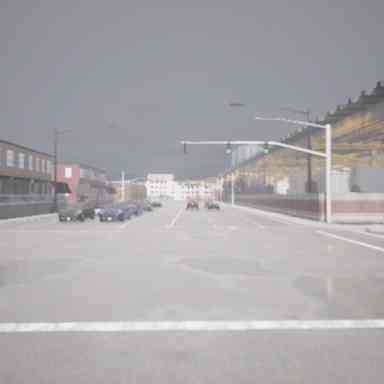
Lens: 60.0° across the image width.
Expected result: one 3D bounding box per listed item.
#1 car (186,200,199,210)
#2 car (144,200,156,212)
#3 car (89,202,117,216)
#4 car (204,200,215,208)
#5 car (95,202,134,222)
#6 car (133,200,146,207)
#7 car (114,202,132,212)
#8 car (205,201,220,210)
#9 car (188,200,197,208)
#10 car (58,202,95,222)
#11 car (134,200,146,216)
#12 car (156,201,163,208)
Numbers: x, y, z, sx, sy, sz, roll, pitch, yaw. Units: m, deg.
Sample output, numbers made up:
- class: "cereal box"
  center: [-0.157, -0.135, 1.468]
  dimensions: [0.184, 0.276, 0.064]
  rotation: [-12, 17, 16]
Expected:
- class: "car"
  center: [0.106, 2.121, 57.938]
  dimensions: [2.097, 1.767, 4.553]
  rotation: [0, -1, 0]
- class: "car"
  center: [-7.082, 2.012, 49.674]
  dimensions: [2.097, 1.767, 4.553]
  rotation: [0, -1, 0]
- class: "car"
  center: [-10.591, 2.023, 39.928]
  dimensions: [2.128, 1.511, 4.902]
  rotation: [0, -1, 0]
- class: "car"
  center: [3.545, 2.453, 68.362]
  dimensions: [2.033, 1.411, 5.357]
  rotation: [0, -1, 0]
- class: "car"
  center: [-7.090, 1.764, 30.906]
  dimensions: [2.097, 1.767, 4.553]
  rotation: [0, -1, 0]
- class: "car"
  center: [-10.493, 2.242, 66.535]
  dimensions: [1.994, 1.385, 4.181]
  rotation: [0, -1, 0]
- class: "car"
  center: [-10.581, 2.245, 51.234]
  dimensions: [1.994, 1.385, 4.181]
  rotation: [0, -1, 0]
- class: "car"
  center: [3.606, 2.352, 56.650]
  dimensions: [1.895, 1.301, 4.718]
  rotation: [0, -1, 0]
- class: "car"
  center: [0.043, 2.411, 68.293]
  dimensions: [1.837, 1.490, 4.892]
  rotation: [0, -1, 0]
- class: "car"
  center: [-10.590, 1.762, 30.777]
  dimensions: [2.097, 1.767, 4.553]
  rotation: [0, -1, 0]
- class: "car"
  center: [-7.092, 2.052, 39.589]
  dimensions: [1.812, 1.442, 4.674]
  rotation: [0, -1, 0]
- class: "car"
  center: [-6.994, 2.482, 66.385]
  dimensions: [1.895, 1.301, 4.718]
  rotation: [0, -1, 0]
